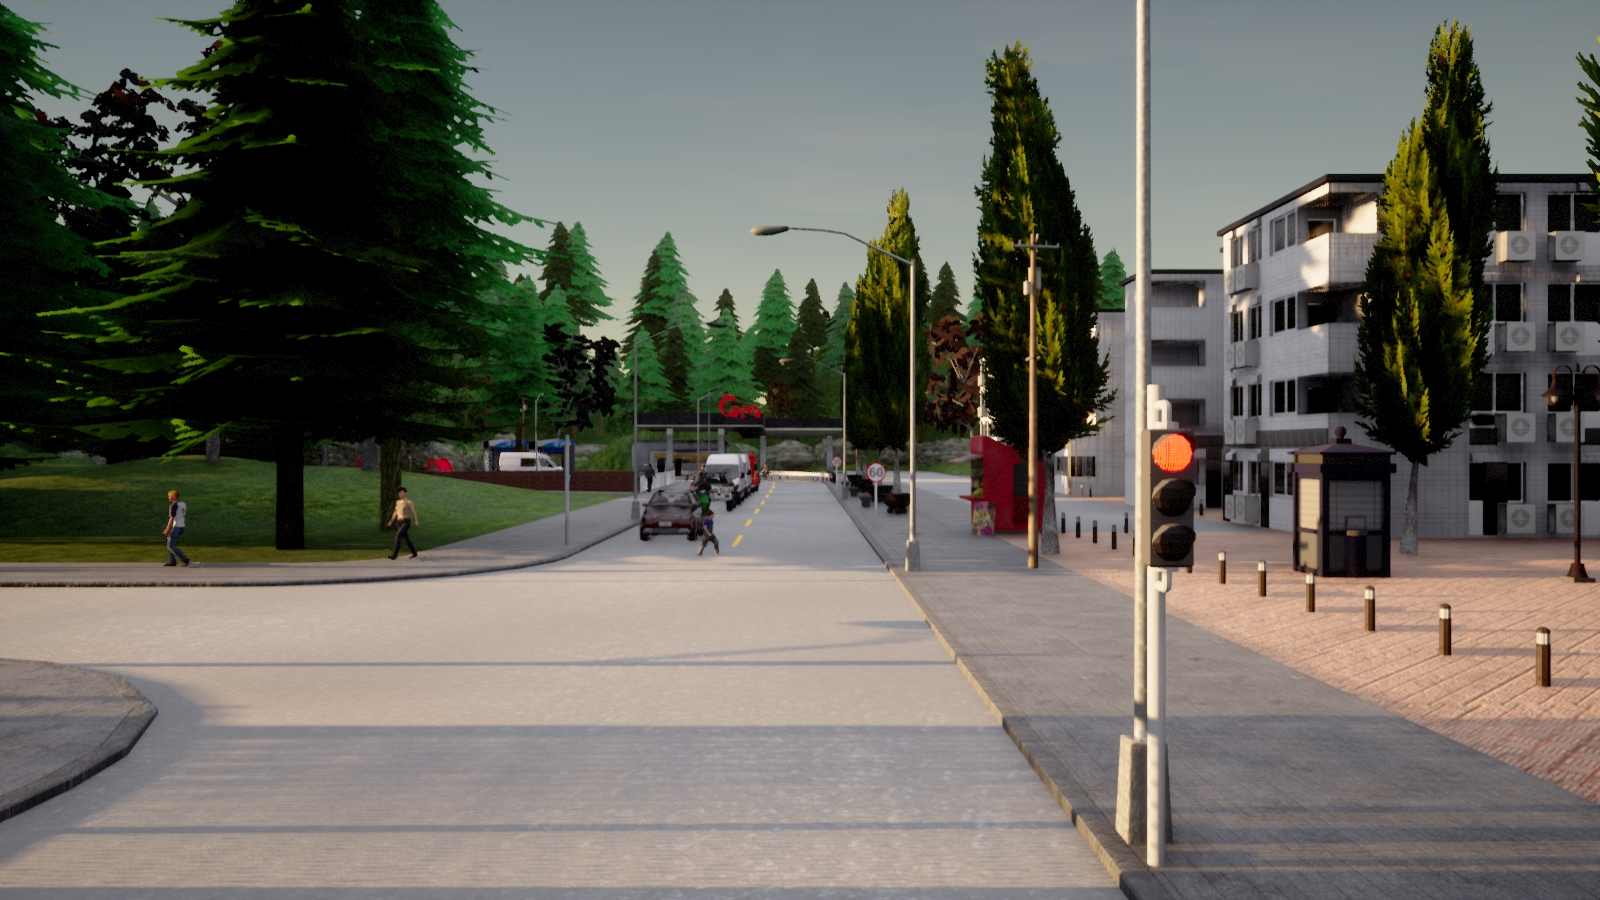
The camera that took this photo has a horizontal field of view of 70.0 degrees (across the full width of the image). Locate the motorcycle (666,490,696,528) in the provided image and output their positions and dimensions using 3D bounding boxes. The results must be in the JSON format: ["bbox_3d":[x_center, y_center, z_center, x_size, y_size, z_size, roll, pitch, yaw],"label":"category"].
[{"bbox_3d":[-4.023,1.981,38.710,0.803,1.145,2.033,0,0,0],"label":"motorcycle"}]

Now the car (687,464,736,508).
[{"bbox_3d":[-4.052,1.628,53.090,1.932,1.855,4.605,0,0,0],"label":"car"}]

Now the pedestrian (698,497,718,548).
[{"bbox_3d":[-2.400,1.899,29.855,0.375,1.300,0.375,0,0,29],"label":"pedestrian"}]

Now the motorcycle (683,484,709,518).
[{"bbox_3d":[-3.993,1.949,43.905,0.856,1.236,1.805,0,0,0],"label":"motorcycle"}]

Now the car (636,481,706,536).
[{"bbox_3d":[-4.004,1.795,35.928,1.789,1.549,3.705,0,0,0],"label":"car"}]

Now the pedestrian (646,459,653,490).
[{"bbox_3d":[-9.287,1.503,70.576,0.375,1.860,0.375,0,0,4],"label":"pedestrian"}]

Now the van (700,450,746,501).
[{"bbox_3d":[-3.997,1.296,60.156,1.988,2.561,5.915,0,0,0],"label":"van"}]

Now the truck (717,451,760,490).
[{"bbox_3d":[-4.021,1.325,75.255,2.627,2.467,5.204,0,0,-1],"label":"truck"}]

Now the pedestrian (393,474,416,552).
[{"bbox_3d":[-9.610,1.517,27.772,0.375,1.860,0.375,0,0,21],"label":"pedestrian"}]

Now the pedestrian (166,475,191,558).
[{"bbox_3d":[-14.215,1.516,26.119,0.375,1.860,0.375,0,0,-2],"label":"pedestrian"}]
